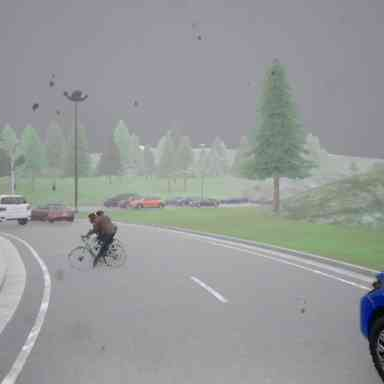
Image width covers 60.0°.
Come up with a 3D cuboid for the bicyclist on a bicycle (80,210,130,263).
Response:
[{"bbox_3d":[-2.947,1.450,11.251,1.656,1.620,0.582,-2,2,34],"label":"bicyclist on a bicycle"}]

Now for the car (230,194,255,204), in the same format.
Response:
[{"bbox_3d":[10.020,1.348,65.668,4.553,1.767,2.097,0,0,-33],"label":"car"}]

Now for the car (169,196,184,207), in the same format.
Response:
[{"bbox_3d":[-0.642,1.349,50.291,4.553,1.767,2.097,0,0,-33],"label":"car"}]

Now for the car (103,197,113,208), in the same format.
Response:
[{"bbox_3d":[-10.395,1.598,48.041,4.718,1.301,1.895,0,0,-33],"label":"car"}]

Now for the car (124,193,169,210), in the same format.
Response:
[{"bbox_3d":[-5.840,1.350,42.660,4.553,1.767,2.097,0,0,-33],"label":"car"}]

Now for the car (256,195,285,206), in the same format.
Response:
[{"bbox_3d":[13.439,1.524,55.390,4.674,1.442,1.812,-1,0,-34],"label":"car"}]

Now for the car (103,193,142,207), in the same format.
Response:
[{"bbox_3d":[-10.775,1.219,51.973,5.566,2.045,2.150,0,0,-33],"label":"car"}]

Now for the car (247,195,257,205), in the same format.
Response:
[{"bbox_3d":[12.174,1.349,58.747,4.553,1.767,2.097,0,0,-33],"label":"car"}]

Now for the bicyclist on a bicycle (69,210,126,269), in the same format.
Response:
[{"bbox_3d":[-2.803,1.472,9.895,1.656,1.620,0.582,-1,-10,-11],"label":"bicyclist on a bicycle"}]

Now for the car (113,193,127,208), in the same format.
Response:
[{"bbox_3d":[-7.942,1.349,45.465,4.553,1.767,2.097,0,0,-33],"label":"car"}]

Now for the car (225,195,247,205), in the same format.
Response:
[{"bbox_3d":[7.040,1.597,59.558,4.718,1.301,1.895,0,0,-33],"label":"car"}]

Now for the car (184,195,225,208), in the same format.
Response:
[{"bbox_3d":[1.780,1.489,47.698,4.902,1.511,2.128,0,0,-33],"label":"car"}]

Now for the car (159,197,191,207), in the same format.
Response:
[{"bbox_3d":[-2.651,1.501,53.160,4.892,1.490,1.837,0,0,-33],"label":"car"}]

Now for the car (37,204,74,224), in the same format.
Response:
[{"bbox_3d":[-10.693,1.562,24.902,4.181,1.385,1.994,0,0,37],"label":"car"}]

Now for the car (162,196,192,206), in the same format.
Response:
[{"bbox_3d":[-2.550,1.487,57.414,4.902,1.511,2.128,0,0,-33],"label":"car"}]

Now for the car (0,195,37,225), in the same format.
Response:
[{"bbox_3d":[-13.315,1.220,22.799,5.566,2.045,2.150,0,0,36],"label":"car"}]

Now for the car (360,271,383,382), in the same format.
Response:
[{"bbox_3d":[3.454,1.222,1.958,2.150,2.045,5.566,0,0,-6],"label":"car"}]
